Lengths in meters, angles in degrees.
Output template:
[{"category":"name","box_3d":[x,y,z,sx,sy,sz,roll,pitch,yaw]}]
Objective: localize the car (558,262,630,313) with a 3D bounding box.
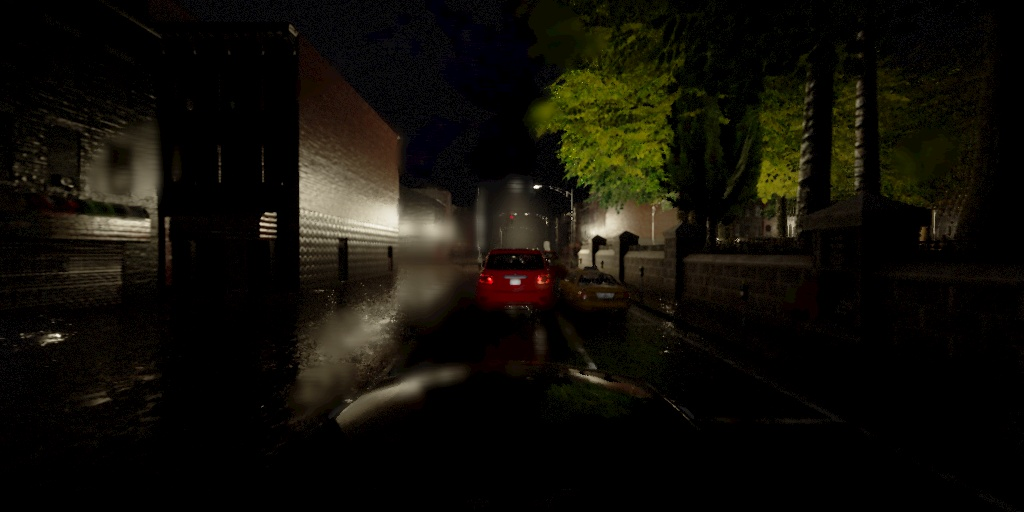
[{"category":"car","box_3d":[2.660,1.043,12.501,1.751,1.417,4.829,0,0,0]}]

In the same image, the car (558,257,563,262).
[{"category":"car","box_3d":[2.681,0.867,23.227,1.802,1.307,4.207,0,0,0]}]

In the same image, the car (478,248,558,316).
[{"category":"car","box_3d":[0.113,0.740,12.292,2.150,2.045,5.566,0,1,1]}]
